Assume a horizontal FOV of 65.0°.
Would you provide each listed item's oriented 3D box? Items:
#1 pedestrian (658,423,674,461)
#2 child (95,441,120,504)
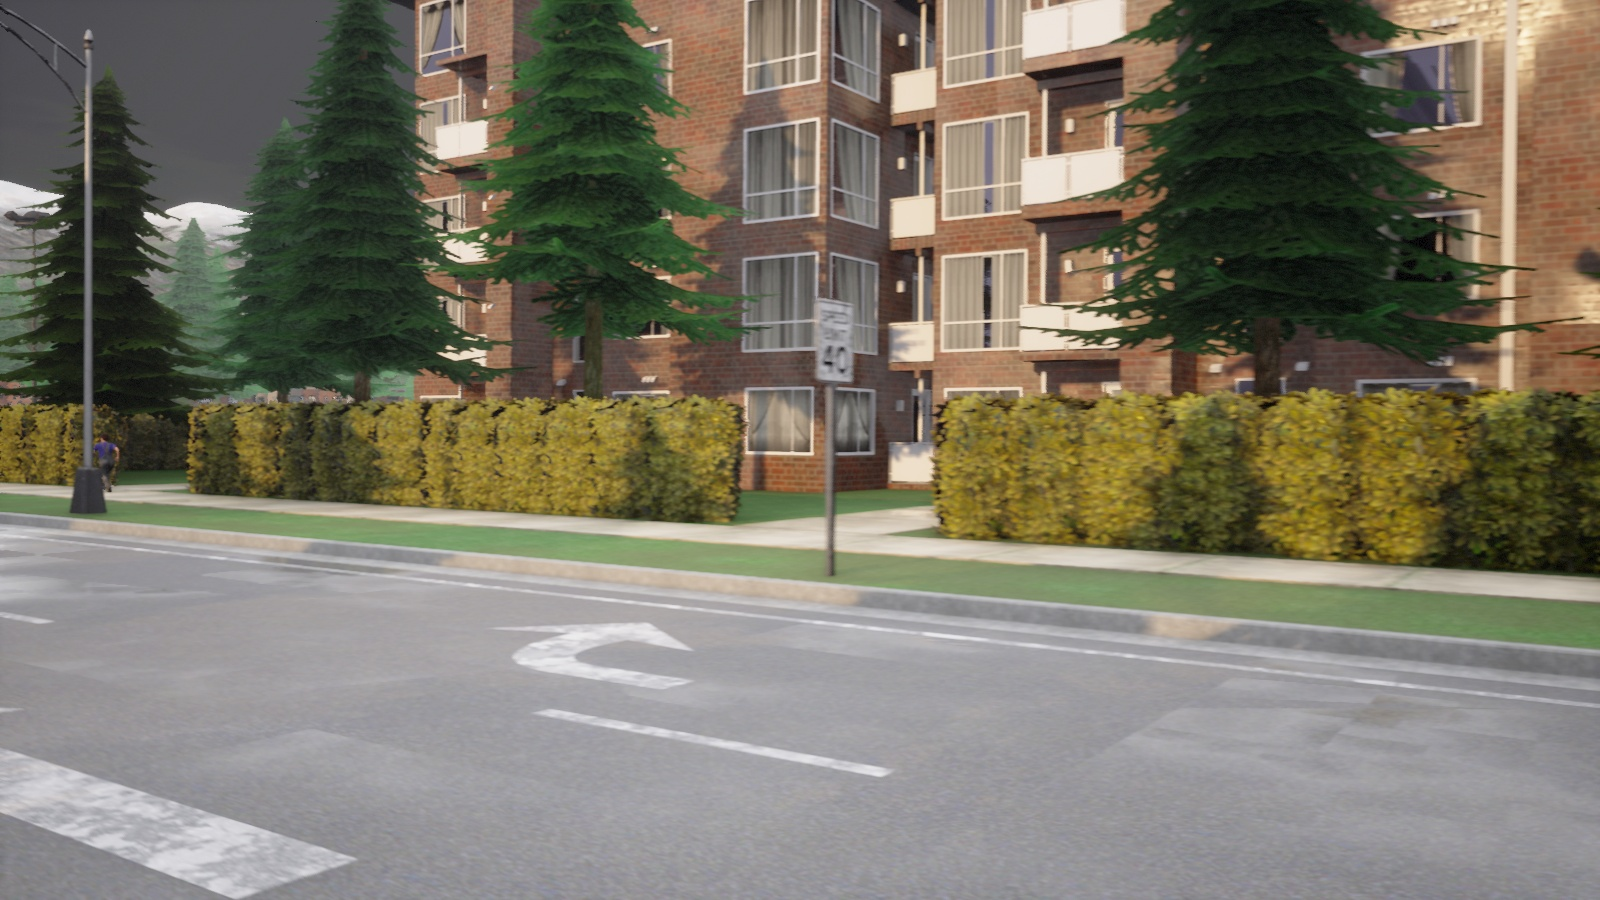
[{"bbox_3d":[-6.948,-0.420,65.033,0.423,1.949,0.788,0,1,34],"label":"pedestrian"},{"bbox_3d":[-14.005,0.458,25.397,0.437,1.263,0.270,0,1,38],"label":"child"}]
